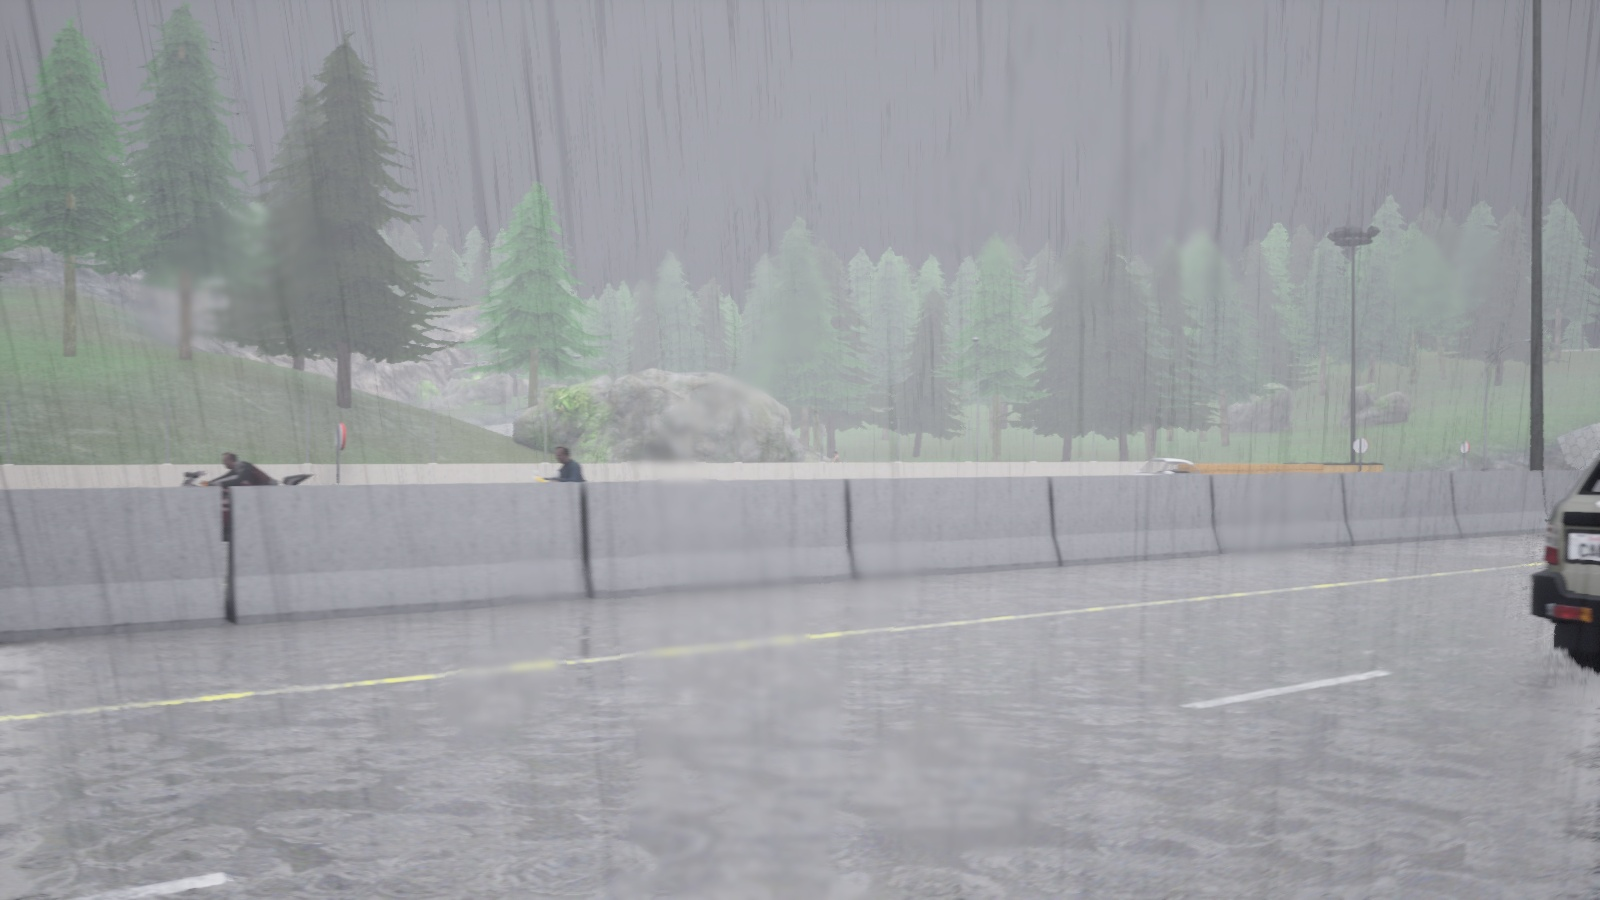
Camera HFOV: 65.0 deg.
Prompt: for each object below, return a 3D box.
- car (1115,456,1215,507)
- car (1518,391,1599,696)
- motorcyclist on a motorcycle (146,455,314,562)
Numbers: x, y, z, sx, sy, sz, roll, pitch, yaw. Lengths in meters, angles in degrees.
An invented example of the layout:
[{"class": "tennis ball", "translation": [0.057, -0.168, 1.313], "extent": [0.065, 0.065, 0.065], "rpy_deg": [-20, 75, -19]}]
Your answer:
[{"class": "car", "translation": [10.141, 0.864, 34.914], "extent": [2.207, 1.376, 1.481], "rpy_deg": [0, -1, -22]}, {"class": "car", "translation": [7.038, 0.567, 8.558], "extent": [4.605, 1.855, 1.932], "rpy_deg": [0, 0, -35]}, {"class": "motorcyclist on a motorcycle", "translation": [-8.604, 0.845, 18.992], "extent": [2.191, 1.530, 0.866], "rpy_deg": [0, 0, -35]}]
